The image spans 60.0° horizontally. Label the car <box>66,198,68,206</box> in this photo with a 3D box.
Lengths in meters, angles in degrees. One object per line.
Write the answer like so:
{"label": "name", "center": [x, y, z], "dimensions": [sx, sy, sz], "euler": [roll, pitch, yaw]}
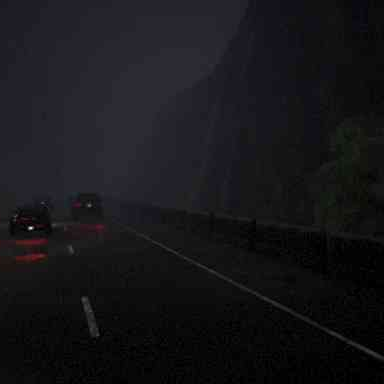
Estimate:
{"label": "car", "center": [-14.654, 1.128, 41.813], "dimensions": [1.882, 1.535, 5.008], "euler": [0, 1, -22]}

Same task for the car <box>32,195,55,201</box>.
{"label": "car", "center": [-15.224, 1.103, 34.035], "dimensions": [2.097, 1.767, 4.553], "euler": [0, 1, -22]}

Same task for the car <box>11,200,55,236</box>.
{"label": "car", "center": [-8.647, 1.435, 18.136], "dimensions": [1.837, 1.490, 4.892], "euler": [0, 0, -22]}

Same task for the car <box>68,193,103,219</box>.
{"label": "car", "center": [-8.811, 1.076, 27.686], "dimensions": [2.150, 2.045, 5.566], "euler": [0, 1, -22]}
